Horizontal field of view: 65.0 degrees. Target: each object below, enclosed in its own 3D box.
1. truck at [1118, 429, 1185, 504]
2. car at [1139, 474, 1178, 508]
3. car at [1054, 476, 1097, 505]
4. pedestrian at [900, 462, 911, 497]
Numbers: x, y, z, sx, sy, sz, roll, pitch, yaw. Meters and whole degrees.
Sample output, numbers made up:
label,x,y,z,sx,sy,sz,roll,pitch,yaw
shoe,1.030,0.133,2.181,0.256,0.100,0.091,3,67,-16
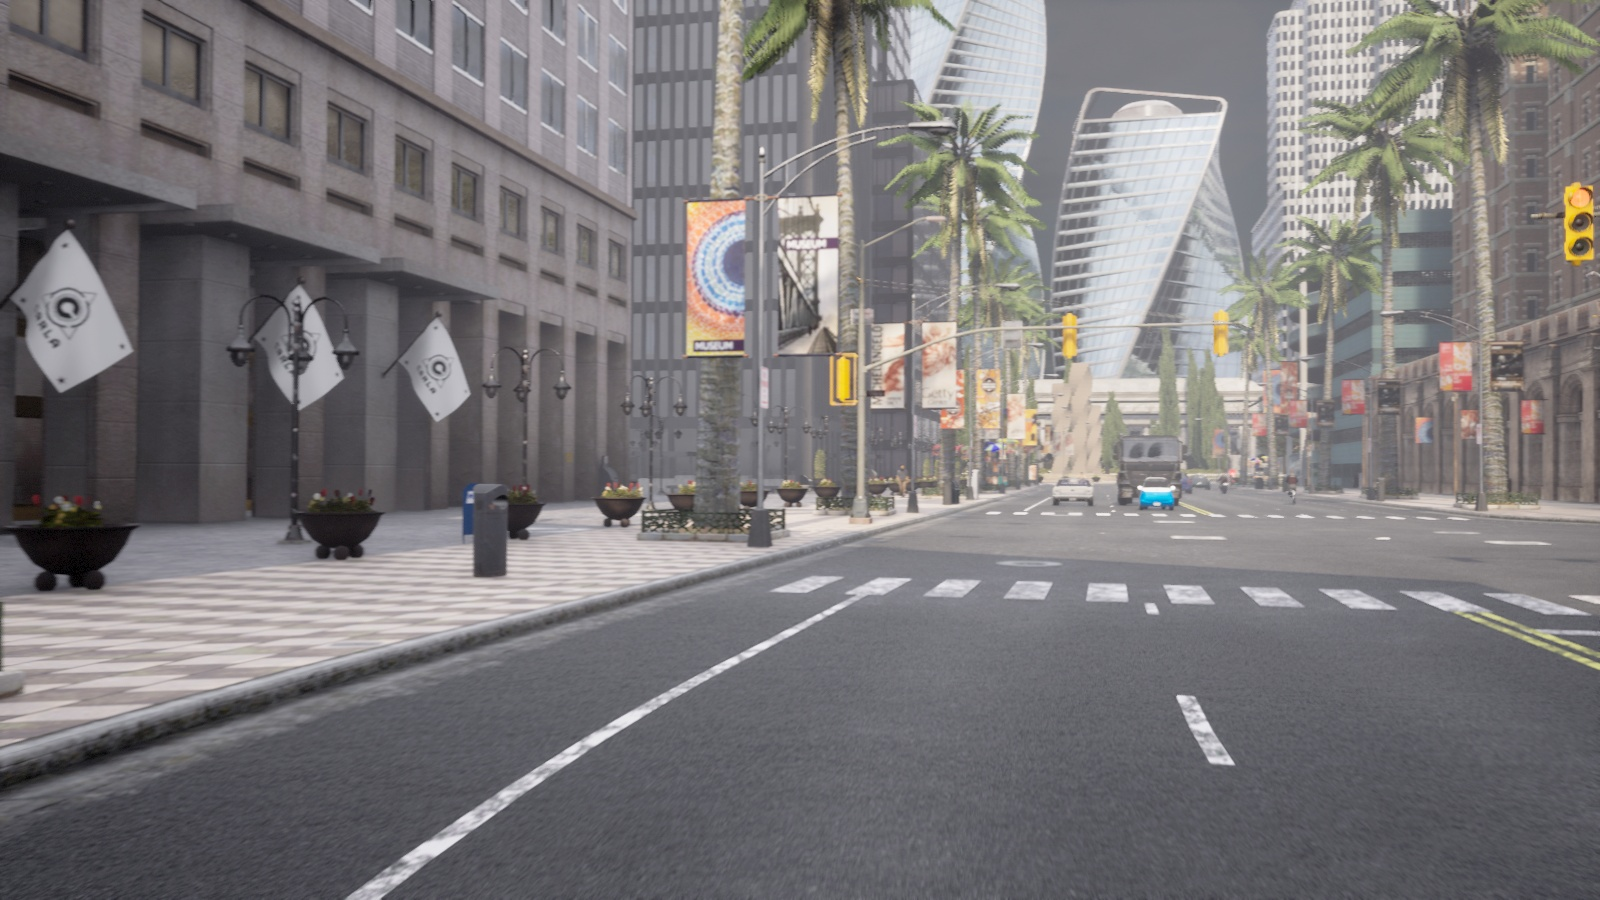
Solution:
label,x,y,z,sx,sy,sz,roll,pitch,yaw
truck,17.352,0.825,62.336,2.891,3.462,7.936,0,-1,14
car,15.095,1.711,52.917,1.481,1.376,2.207,0,-1,13
car,13.094,1.874,59.559,1.895,1.301,4.718,0,-1,13
pedestrian,5.608,1.572,66.671,0.540,1.848,0.694,0,-1,5
